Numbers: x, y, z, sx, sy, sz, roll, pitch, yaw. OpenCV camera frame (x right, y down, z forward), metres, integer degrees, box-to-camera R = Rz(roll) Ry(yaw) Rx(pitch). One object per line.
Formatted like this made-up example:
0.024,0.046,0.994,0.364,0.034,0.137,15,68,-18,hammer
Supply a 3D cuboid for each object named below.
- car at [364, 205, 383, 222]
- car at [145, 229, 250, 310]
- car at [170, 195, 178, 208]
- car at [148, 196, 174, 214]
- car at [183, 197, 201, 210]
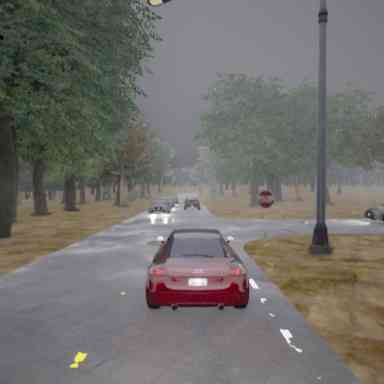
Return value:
13.892,1.302,22.290,4.181,1.385,1.994,-1,1,2,car
0.089,1.542,7.832,1.994,1.385,4.181,0,0,0,car
-3.223,1.310,45.202,1.837,1.490,4.892,0,0,-1,car
-3.174,1.420,33.401,1.994,1.385,4.181,1,0,0,car
-0.002,1.338,40.611,1.837,1.490,4.892,0,0,0,car
